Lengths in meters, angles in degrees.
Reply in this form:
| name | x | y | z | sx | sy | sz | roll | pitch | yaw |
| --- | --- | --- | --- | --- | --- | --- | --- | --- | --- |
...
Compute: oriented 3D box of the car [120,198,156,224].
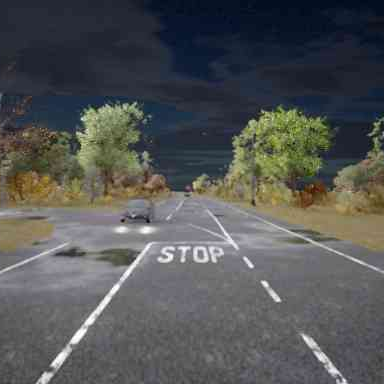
| name | x | y | z | sx | sy | sz | roll | pitch | yaw |
| --- | --- | --- | --- | --- | --- | --- | --- | --- | --- |
| car | -3.470 | 1.172 | 22.112 | 1.837 | 1.490 | 4.892 | 1 | 0 | 0 |
